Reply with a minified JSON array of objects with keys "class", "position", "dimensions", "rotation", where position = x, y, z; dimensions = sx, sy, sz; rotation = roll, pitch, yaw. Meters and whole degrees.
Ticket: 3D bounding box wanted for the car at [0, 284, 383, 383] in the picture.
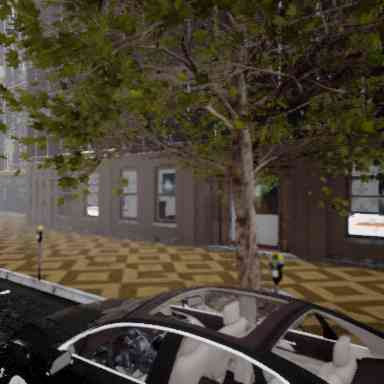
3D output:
[{"class":"car","position":[0.020,1.541,2.862],"dimensions":[4.403,1.369,2.008],"rotation":[0,0,35]}]
